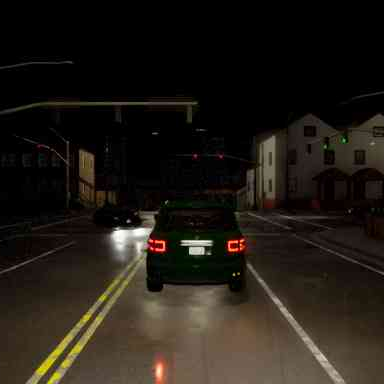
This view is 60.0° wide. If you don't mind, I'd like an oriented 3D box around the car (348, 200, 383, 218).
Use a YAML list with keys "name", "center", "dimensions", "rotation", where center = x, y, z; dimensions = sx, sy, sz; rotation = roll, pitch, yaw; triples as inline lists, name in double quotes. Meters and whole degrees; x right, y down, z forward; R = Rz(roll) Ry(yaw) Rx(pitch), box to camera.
- name: "car"
  center: [16.562, 1.491, 29.798]
  dimensions: [4.902, 1.511, 2.128]
  rotation: [0, 0, -1]

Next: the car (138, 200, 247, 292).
- name: "car"
  center: [0.090, 1.221, 9.070]
  dimensions: [2.150, 2.045, 5.566]
  rotation: [0, 0, 0]

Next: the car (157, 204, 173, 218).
- name: "car"
  center: [-3.594, 2.597, 45.340]
  dimensions: [1.812, 1.442, 4.674]
  rotation: [0, -9, 0]

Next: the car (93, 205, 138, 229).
- name: "car"
  center: [-4.849, 1.546, 21.358]
  dimensions: [1.994, 1.385, 4.181]
  rotation: [0, 0, -34]
